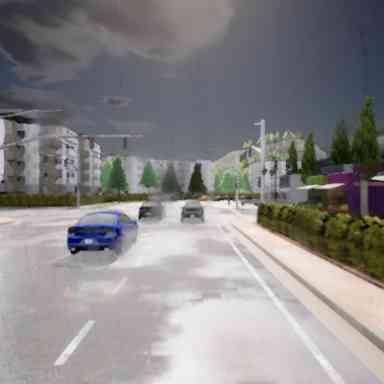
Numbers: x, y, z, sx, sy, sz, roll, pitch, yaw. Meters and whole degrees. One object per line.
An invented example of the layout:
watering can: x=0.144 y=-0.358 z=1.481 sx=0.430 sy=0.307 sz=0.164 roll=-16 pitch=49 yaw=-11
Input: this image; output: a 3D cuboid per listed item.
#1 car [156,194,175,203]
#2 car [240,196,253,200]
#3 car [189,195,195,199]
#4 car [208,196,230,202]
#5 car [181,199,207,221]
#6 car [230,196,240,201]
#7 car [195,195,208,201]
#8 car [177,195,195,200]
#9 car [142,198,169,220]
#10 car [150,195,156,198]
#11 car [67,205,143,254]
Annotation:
car: x=-5.441 y=1.396 z=74.308 sx=2.150 sy=2.045 sz=5.566 roll=0 pitch=0 yaw=15
car: x=15.118 y=1.739 z=92.998 sx=4.902 sy=1.511 sz=2.128 roll=0 pitch=0 yaw=-36
car: x=1.245 y=1.529 z=88.503 sx=1.812 sy=1.442 sz=4.674 roll=0 pitch=0 yaw=35
car: x=7.010 y=1.720 z=84.537 sx=2.128 sy=1.511 sz=4.902 roll=0 pitch=0 yaw=35
car: x=0.098 y=1.570 z=27.634 sx=1.837 sy=1.490 sz=4.892 roll=0 pitch=0 yaw=1
car: x=10.256 y=1.740 z=93.484 sx=4.902 sy=1.511 sz=2.128 roll=0 pitch=0 yaw=-39
car: x=3.522 y=1.675 z=85.604 sx=1.882 sy=1.535 sz=5.008 roll=0 pitch=0 yaw=35
car: x=-1.608 y=1.538 z=90.530 sx=2.033 sy=1.411 sz=5.357 roll=0 pitch=0 yaw=35
car: x=-3.377 y=1.544 z=28.779 sx=1.882 sy=1.535 sz=5.008 roll=0 pitch=0 yaw=1
car: x=-8.461 y=1.530 z=76.408 sx=2.097 sy=1.767 sz=4.553 roll=0 pitch=0 yaw=15
car: x=-3.445 y=1.509 z=13.662 sx=1.882 sy=1.535 sz=5.008 roll=0 pitch=0 yaw=1
